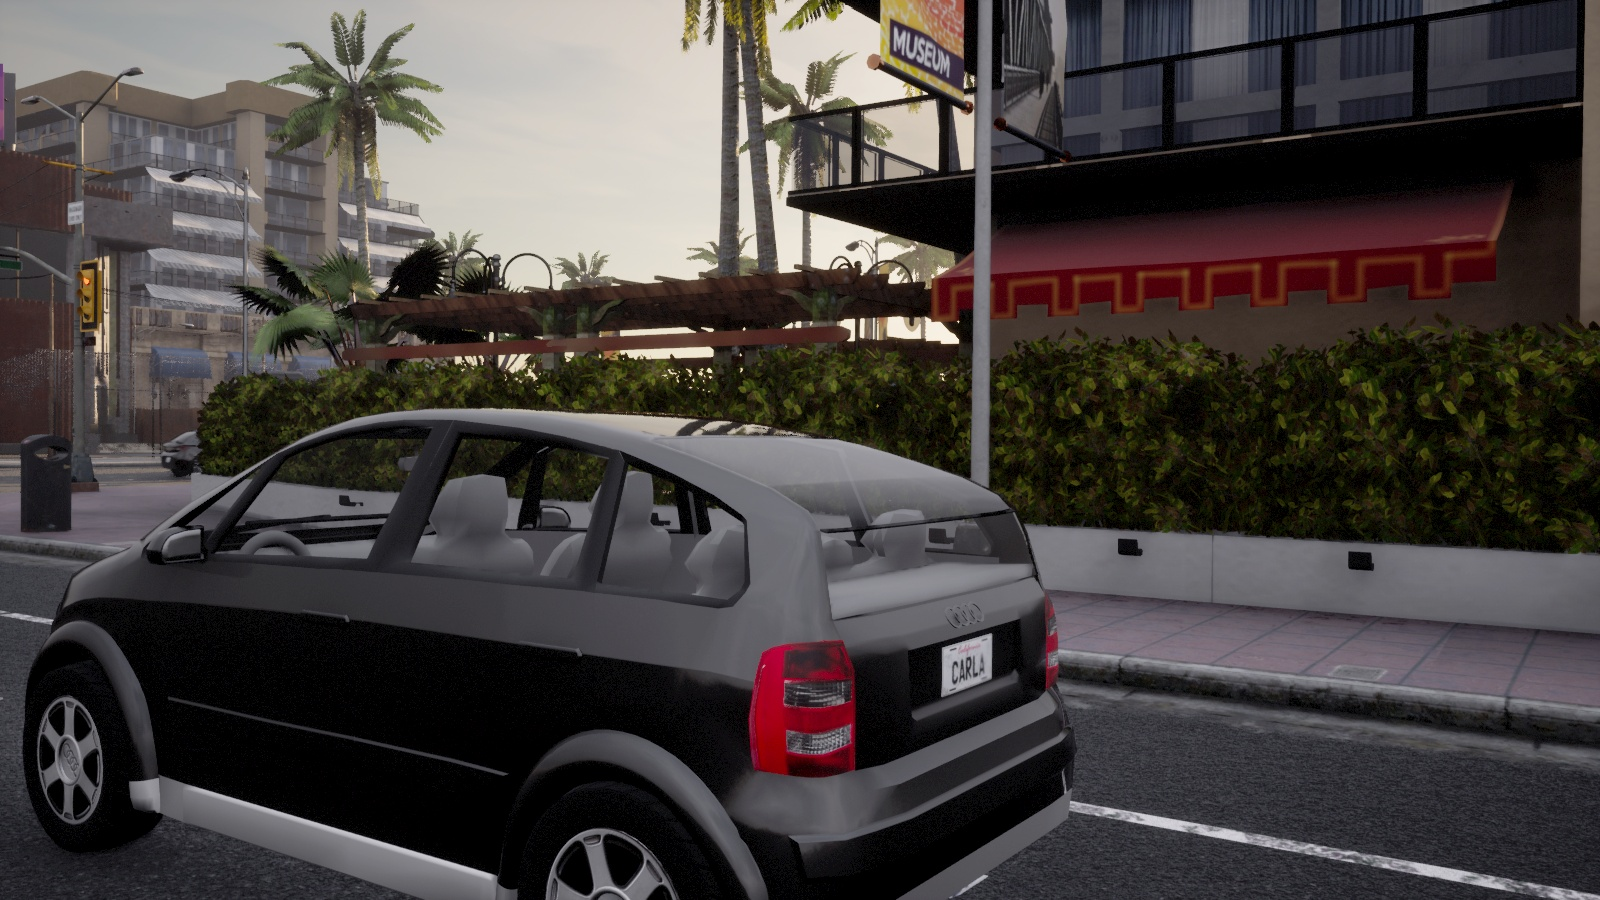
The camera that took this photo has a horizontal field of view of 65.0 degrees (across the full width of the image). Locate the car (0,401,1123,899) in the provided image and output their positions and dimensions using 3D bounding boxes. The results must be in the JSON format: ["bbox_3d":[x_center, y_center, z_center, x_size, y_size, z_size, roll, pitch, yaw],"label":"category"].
[{"bbox_3d":[-1.011,0.661,4.288,3.705,1.549,1.789,0,1,34],"label":"car"}]

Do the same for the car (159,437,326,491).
[{"bbox_3d":[-16.700,0.381,37.727,1.816,1.474,4.193,0,1,45],"label":"car"}]

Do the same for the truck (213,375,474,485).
[{"bbox_3d":[-15.629,-0.700,43.297,7.936,3.462,2.891,-1,1,-35],"label":"truck"}]
